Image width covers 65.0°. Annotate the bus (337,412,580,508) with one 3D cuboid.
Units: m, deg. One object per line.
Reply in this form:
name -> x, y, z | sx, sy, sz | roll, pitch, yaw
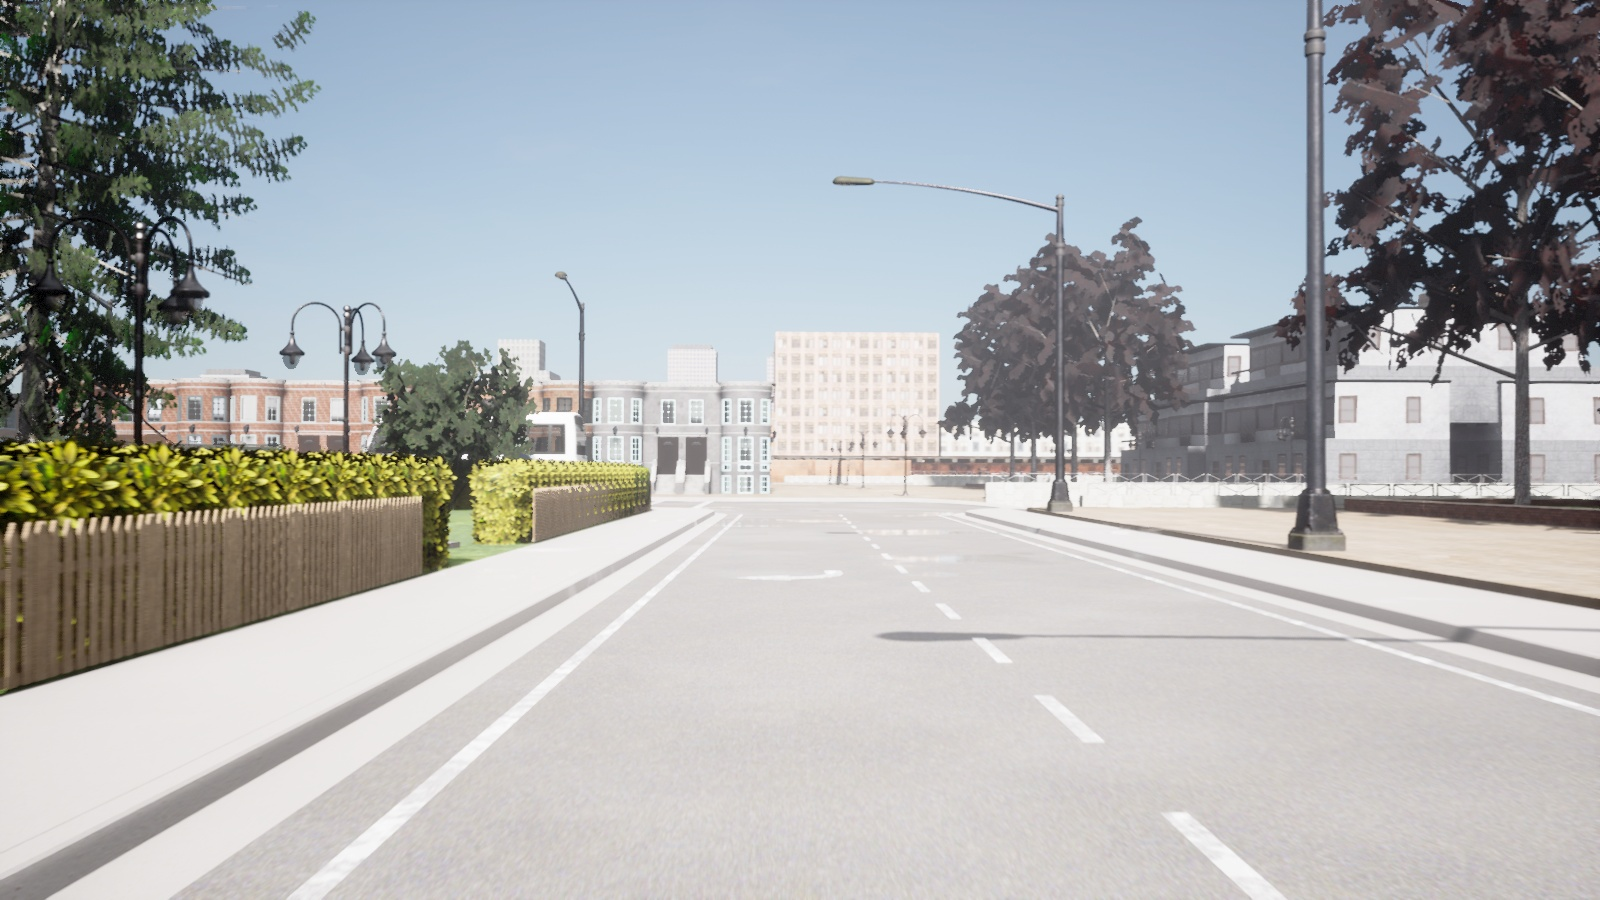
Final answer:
bus -> -15.706, 0.484, 58.483 | 10.273, 4.253, 3.944 | 0, -1, 0
